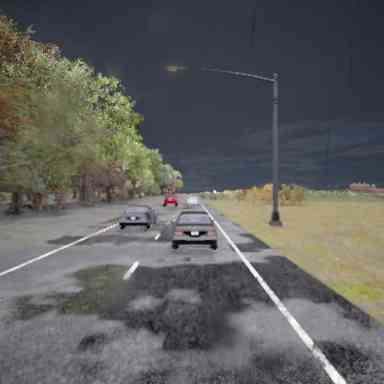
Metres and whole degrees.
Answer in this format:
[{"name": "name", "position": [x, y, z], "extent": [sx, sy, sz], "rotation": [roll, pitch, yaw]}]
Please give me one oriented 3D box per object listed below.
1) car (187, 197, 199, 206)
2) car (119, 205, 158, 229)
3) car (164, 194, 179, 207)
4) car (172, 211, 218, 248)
[{"name": "car", "position": [0.121, 1.588, 54.743], "extent": [1.812, 1.442, 4.674], "rotation": [0, 0, 0]}, {"name": "car", "position": [-3.391, 1.577, 21.628], "extent": [2.033, 1.411, 5.357], "rotation": [0, 0, 0]}, {"name": "car", "position": [-3.379, 1.283, 54.409], "extent": [2.150, 2.045, 5.566], "rotation": [0, 0, 0]}, {"name": "car", "position": [0.106, 1.568, 14.762], "extent": [2.033, 1.411, 5.357], "rotation": [0, 0, 0]}]
